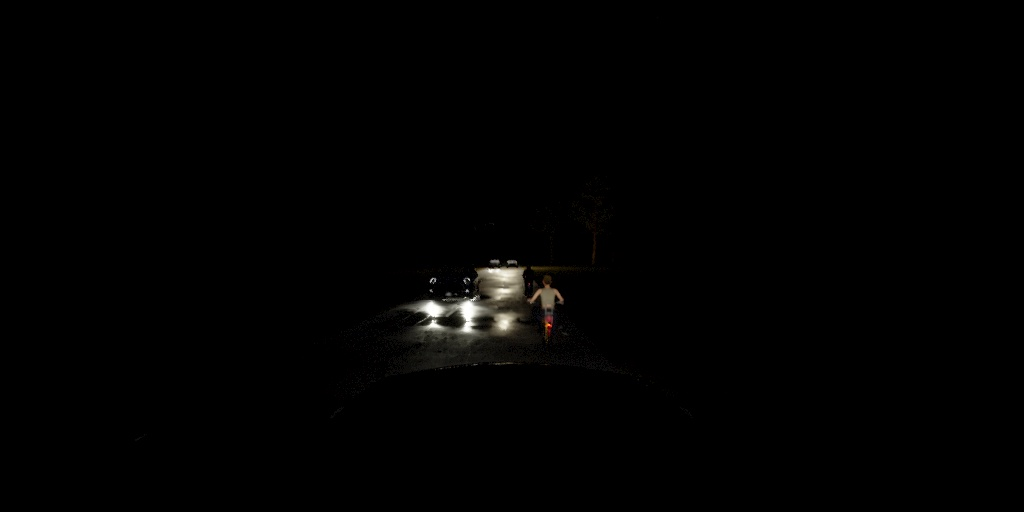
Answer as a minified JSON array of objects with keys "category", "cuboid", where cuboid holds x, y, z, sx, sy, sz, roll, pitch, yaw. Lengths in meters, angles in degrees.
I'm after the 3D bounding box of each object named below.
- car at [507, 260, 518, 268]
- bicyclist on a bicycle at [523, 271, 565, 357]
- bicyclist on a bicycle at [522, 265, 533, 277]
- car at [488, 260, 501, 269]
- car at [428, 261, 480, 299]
[{"category":"car","cuboid":[0.078,1.493,62.631,1.895,1.301,4.718,0,0,0]},{"category":"bicyclist on a bicycle","cuboid":[0.734,1.203,7.588,0.866,1.612,1.509,0,0,0]},{"category":"bicyclist on a bicycle","cuboid":[0.752,1.241,16.045,0.582,1.620,1.656,0,0,0]},{"category":"car","cuboid":[-2.847,1.377,58.879,2.128,1.511,4.902,0,0,0]},{"category":"car","cuboid":[-2.854,1.147,18.405,2.097,1.767,4.553,0,0,0]}]
